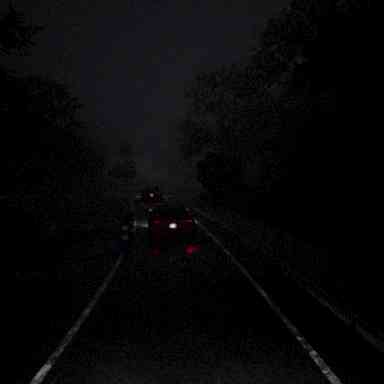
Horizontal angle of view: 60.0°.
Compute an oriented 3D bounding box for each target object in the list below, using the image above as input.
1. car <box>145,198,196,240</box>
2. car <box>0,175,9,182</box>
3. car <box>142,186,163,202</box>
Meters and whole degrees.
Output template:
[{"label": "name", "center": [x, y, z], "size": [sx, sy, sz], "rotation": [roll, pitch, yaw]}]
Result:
[{"label": "car", "center": [-1.014, 1.231, 15.168], "size": [1.994, 1.385, 4.181], "rotation": [-1, 2, -8]}, {"label": "car", "center": [-38.316, -2.773, 64.914], "size": [2.097, 1.767, 4.553], "rotation": [3, 5, 29]}, {"label": "car", "center": [-3.877, 0.104, 32.524], "size": [1.994, 1.385, 4.181], "rotation": [-1, 5, -6]}]
